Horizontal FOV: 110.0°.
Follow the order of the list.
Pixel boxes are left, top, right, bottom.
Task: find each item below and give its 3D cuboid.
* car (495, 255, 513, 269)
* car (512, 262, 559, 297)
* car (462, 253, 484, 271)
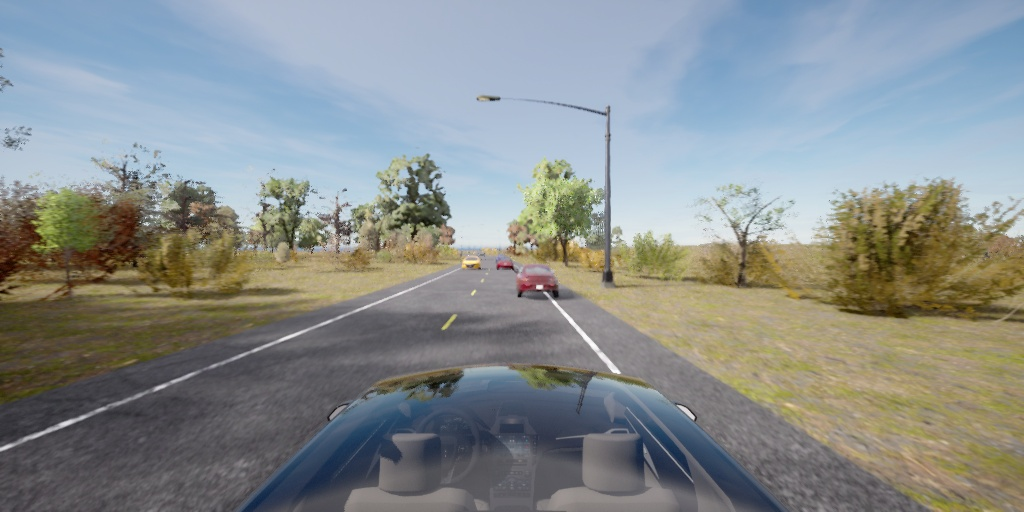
[{"bbox_3d":[-0.809,0.786,41.619,1.994,1.385,4.181,0,1,-2],"label":"car"},{"bbox_3d":[1.100,1.076,17.046,1.812,1.442,4.674,0,1,-1],"label":"car"},{"bbox_3d":[-4.357,0.738,39.207,1.882,1.535,5.008,0,0,-2],"label":"car"}]
